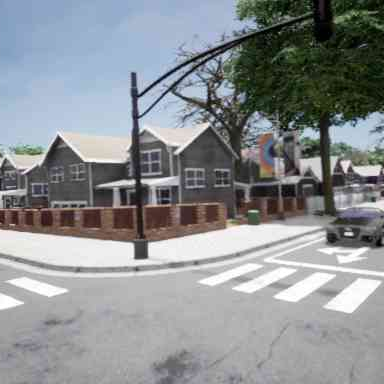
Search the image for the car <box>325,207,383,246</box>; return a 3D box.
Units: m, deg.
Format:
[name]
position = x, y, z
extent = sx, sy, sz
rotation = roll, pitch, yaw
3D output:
[car]
position = 7.113, 1.333, 13.908
extent = 1.994, 1.385, 4.181
rotation = -2, 0, 40
